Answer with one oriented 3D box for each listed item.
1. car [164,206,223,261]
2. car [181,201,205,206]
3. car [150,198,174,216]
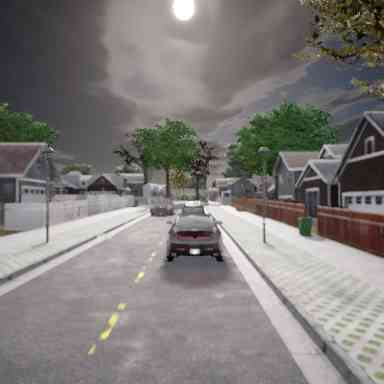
[{"bbox_3d":[0.091,1.496,12.284,1.837,1.490,4.892,0,1,0],"label":"car"},{"bbox_3d":[0.092,1.500,28.145,2.128,1.511,4.902,0,0,0],"label":"car"},{"bbox_3d":[-2.841,1.375,32.554,2.097,1.767,4.553,0,0,0],"label":"car"}]
